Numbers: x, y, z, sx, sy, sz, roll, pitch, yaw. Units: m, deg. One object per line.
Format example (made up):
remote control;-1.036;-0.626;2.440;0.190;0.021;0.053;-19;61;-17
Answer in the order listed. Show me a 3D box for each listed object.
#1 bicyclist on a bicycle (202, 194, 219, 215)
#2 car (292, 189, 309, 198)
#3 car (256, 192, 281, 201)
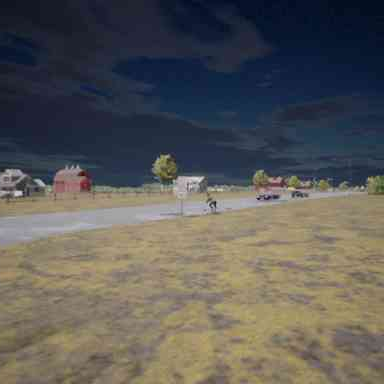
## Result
bicyclist on a bicycle;1.452;0.990;26.566;1.656;1.620;0.582;0;1;35
car;18.825;0.217;57.829;1.837;1.490;4.892;1;2;35
car;10.777;0.580;46.472;1.895;1.301;4.718;1;2;35
